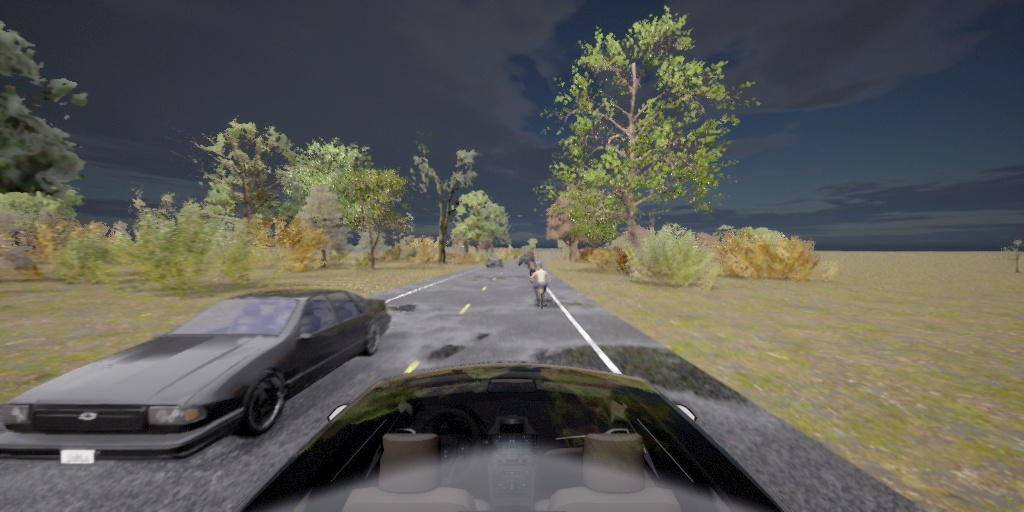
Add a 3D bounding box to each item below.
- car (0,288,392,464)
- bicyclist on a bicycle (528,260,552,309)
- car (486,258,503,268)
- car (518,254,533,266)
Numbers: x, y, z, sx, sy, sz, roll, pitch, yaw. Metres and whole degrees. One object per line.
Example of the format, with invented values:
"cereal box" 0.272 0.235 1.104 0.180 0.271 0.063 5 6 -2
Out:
"car" -3.584 1.249 5.634 2.033 1.411 5.357 0 1 1
"bicyclist on a bicycle" 1.060 1.067 13.248 0.866 1.612 1.509 0 1 1
"car" -2.241 0.905 47.229 1.994 1.385 4.181 0 0 4
"car" 2.024 0.794 56.814 1.837 1.490 4.892 0 1 4
